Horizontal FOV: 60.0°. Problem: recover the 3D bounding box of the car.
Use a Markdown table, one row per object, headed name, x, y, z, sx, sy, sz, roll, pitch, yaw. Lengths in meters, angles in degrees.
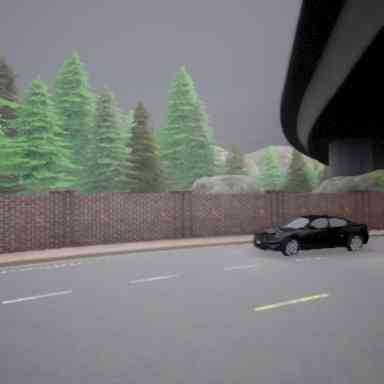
| name | x | y | z | sx | sy | sz | roll | pitch | yaw |
| --- | --- | --- | --- | --- | --- | --- | --- | --- | --- |
| car | 4.977 | 1.690 | 13.918 | 5.008 | 1.535 | 1.882 | 0 | -1 | -19 |
